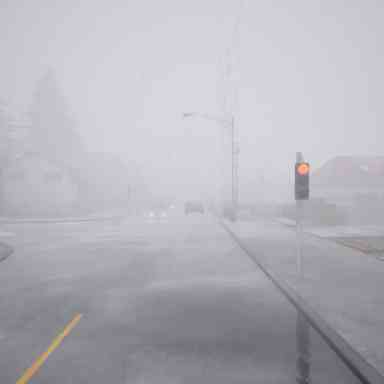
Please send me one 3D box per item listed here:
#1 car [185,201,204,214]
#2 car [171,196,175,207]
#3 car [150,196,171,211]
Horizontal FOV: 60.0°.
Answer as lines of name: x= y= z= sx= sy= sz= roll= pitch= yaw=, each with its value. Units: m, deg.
car: x=0.199 y=1.601 z=35.345 sx=1.895 sy=1.301 sz=4.718 roll=0 pitch=0 yaw=-1
car: x=-4.049 y=1.526 z=50.785 sx=1.812 sy=1.442 sz=4.674 roll=0 pitch=0 yaw=0
car: x=-4.062 y=1.505 z=41.574 sx=1.837 sy=1.490 sz=4.892 roll=0 pitch=0 yaw=0
